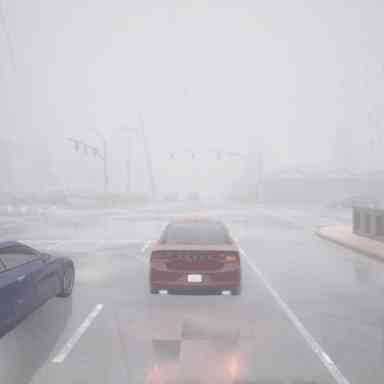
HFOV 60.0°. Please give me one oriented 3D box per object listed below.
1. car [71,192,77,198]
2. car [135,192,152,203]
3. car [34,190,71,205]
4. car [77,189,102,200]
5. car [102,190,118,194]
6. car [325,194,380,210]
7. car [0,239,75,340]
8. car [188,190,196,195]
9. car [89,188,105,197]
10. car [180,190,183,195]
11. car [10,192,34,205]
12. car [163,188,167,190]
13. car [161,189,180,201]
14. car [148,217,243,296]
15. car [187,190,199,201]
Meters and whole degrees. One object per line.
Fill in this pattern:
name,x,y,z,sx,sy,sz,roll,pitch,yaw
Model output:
car,-21.040,0.584,60.612,1.895,1.301,4.718,0,1,0
car,-6.890,0.755,47.618,2.033,1.411,5.357,0,1,0
car,-17.586,0.656,42.072,2.097,1.767,4.553,0,1,0
car,-17.566,0.521,57.126,1.882,1.535,5.008,0,1,0
car,-17.486,0.302,72.490,2.128,1.511,4.902,0,1,0
car,15.514,0.978,32.251,4.892,1.490,1.837,0,1,2
car,-3.434,1.458,5.276,1.812,1.442,4.674,0,1,0
car,0.017,0.103,88.062,1.895,1.301,4.718,0,1,0
car,-20.986,0.111,73.691,2.097,1.767,4.553,0,1,0
car,-3.484,0.055,87.615,2.033,1.411,5.357,0,1,0
car,-21.086,0.778,42.274,1.882,1.535,5.008,0,1,0
car,-6.984,-0.157,89.200,2.097,1.767,4.553,0,1,1
car,-3.390,0.665,53.793,1.994,1.385,4.181,0,1,0
car,0.114,1.361,8.460,1.882,1.535,5.008,0,1,1
car,0.110,0.618,53.048,1.837,1.490,4.892,0,1,0
